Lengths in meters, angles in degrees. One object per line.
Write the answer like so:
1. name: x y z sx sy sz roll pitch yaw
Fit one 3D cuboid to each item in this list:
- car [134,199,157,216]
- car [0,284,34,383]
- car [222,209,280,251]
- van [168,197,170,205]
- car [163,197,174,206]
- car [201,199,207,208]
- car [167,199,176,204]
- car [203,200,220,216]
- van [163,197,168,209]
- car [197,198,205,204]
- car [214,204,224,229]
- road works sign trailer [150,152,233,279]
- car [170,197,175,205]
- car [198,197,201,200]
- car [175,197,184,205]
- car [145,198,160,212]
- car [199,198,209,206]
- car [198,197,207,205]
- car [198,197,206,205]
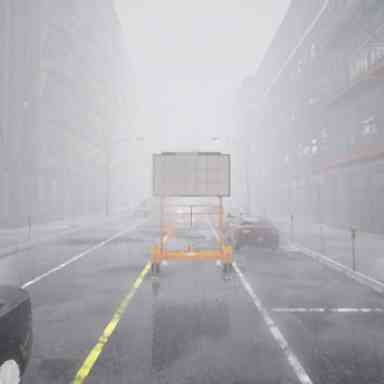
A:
1. car: -5.315 1.866 36.691 1.752 1.417 4.829 2 -1 0
2. car: -2.750 1.494 1.797 1.882 1.535 5.008 0 0 0
3. car: 2.577 1.673 14.681 1.887 1.381 4.507 1 -1 0
4. van: -5.324 1.918 58.984 1.690 1.788 3.998 1 -1 0
5. car: -5.333 2.086 75.574 2.192 1.841 5.009 1 -1 0
6. car: 2.561 1.948 42.334 2.008 1.369 4.403 1 -1 0
7. car: -5.346 2.473 86.633 1.947 1.339 4.313 1 -1 0
8. car: 2.564 1.886 36.802 1.887 1.381 4.507 1 -1 0
9. van: -5.320 1.855 53.452 1.690 1.788 3.998 2 -1 0
10. car: 2.500 2.417 92.110 1.967 1.590 4.097 1 -1 0
11. car: 2.575 1.705 20.383 1.752 1.417 4.829 1 -1 0
12. road works sign trailer: -0.017 0.553 10.359 2.380 3.560 2.880 0 0 0
13. car: -5.330 2.020 70.044 2.192 1.841 5.009 1 -1 0
14. car: 2.548 2.184 64.454 1.887 1.381 4.507 1 -1 0
15. car: -2.790 2.089 72.822 2.097 1.767 4.553 0 -1 0
16. car: -5.313 1.713 42.395 2.192 1.841 5.009 2 -1 0
17. car: 2.555 2.144 69.987 1.967 1.590 4.097 1 -1 0
18. car: 2.510 2.152 81.050 2.192 1.841 5.009 1 -1 0
19. car: 2.552 2.120 58.925 1.887 1.381 4.507 1 -1 0
